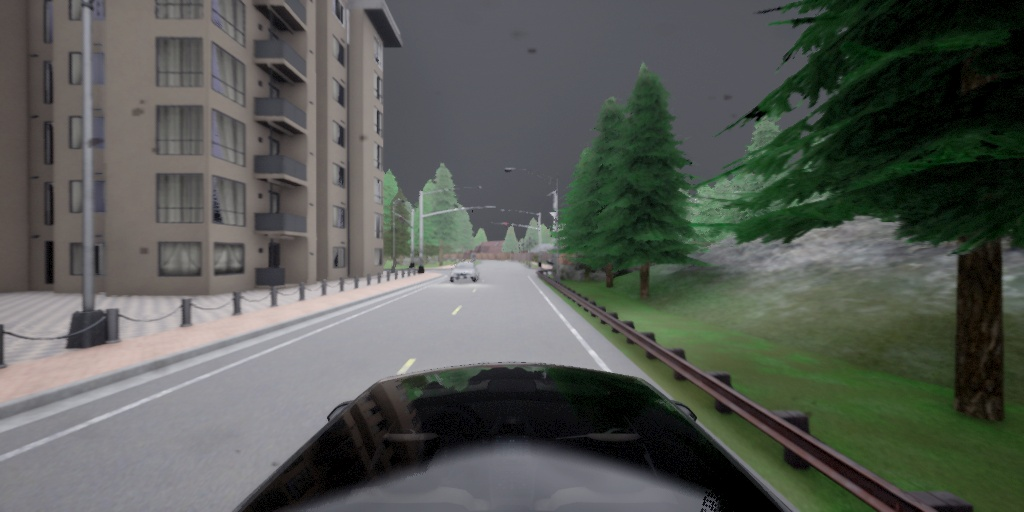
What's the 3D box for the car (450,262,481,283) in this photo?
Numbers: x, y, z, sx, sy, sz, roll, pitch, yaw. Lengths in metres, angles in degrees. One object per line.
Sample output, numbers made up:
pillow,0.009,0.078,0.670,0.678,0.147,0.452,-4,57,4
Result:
car,-3.503,1.190,27.205,1.812,1.442,4.674,0,0,0
